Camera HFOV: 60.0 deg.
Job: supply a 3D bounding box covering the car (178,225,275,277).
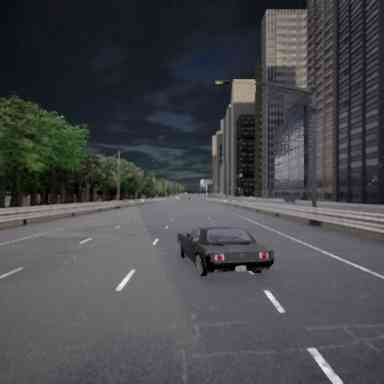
[{"bbox_3d":[0.783,1.710,10.725,1.895,1.301,4.718,0,-1,-13],"label":"car"}]
